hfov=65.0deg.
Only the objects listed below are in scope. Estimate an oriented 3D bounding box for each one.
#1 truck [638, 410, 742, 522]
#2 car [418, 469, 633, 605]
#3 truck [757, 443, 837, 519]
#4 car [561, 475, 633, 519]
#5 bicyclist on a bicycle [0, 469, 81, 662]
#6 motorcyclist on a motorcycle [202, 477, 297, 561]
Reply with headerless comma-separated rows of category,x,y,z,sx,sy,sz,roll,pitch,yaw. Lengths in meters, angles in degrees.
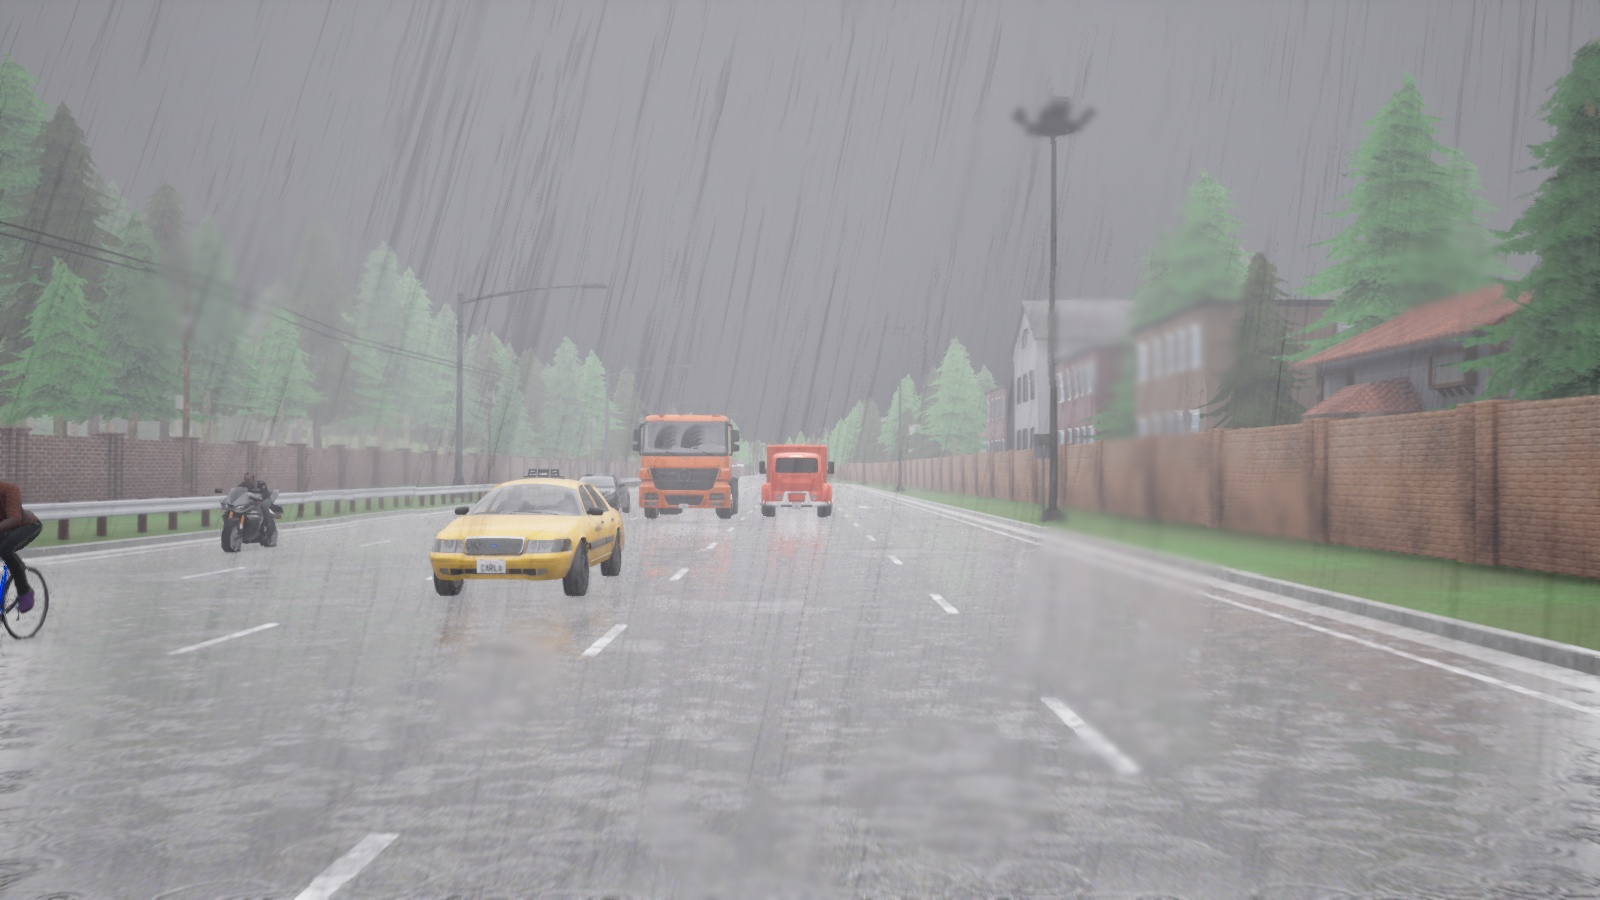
truck,-3.610,0.567,43.000,2.891,3.462,7.936,0,-1,0
car,-3.543,1.057,17.277,1.801,1.575,5.366,0,-1,0
truck,-0.110,1.062,43.855,2.627,2.467,5.204,0,-1,0
car,-7.110,1.612,44.412,1.812,1.442,4.674,0,-1,0
bicyclist on a bicycle,-7.027,0.979,10.939,0.582,1.620,1.656,0,-1,0
motorcyclist on a motorcycle,-10.560,1.296,24.163,0.866,1.530,2.191,0,-1,0
